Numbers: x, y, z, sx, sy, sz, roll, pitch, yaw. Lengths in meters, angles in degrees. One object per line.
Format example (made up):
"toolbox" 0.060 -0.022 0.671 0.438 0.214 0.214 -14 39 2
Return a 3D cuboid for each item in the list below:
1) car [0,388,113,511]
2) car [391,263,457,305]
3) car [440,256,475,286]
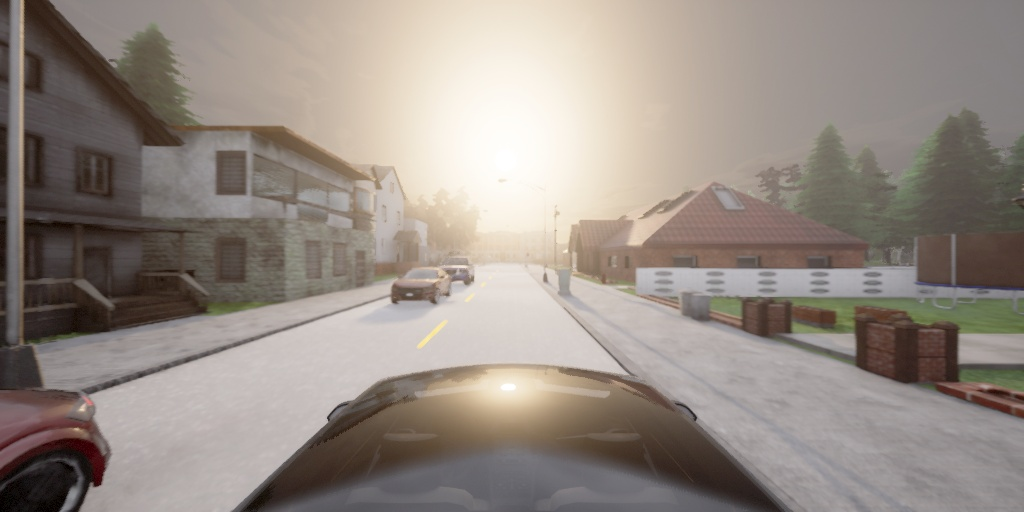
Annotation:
"car" -4.099 1.299 0.986 1.994 1.385 4.181 0 0 0
"car" -4.008 1.255 16.522 1.882 1.535 5.008 0 0 0
"car" -4.018 1.021 26.589 2.150 2.045 5.566 0 0 0
